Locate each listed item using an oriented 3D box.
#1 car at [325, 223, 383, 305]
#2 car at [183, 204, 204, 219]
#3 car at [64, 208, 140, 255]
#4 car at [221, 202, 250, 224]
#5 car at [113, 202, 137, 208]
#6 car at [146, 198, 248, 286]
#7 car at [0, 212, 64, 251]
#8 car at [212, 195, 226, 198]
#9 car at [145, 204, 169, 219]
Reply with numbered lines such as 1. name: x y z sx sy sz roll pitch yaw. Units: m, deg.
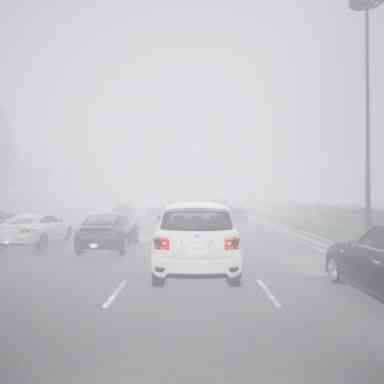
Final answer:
1. car: 4.555 1.414 6.983 2.097 1.767 4.553 0 0 0
2. car: 0.131 1.887 32.979 1.895 1.301 4.718 0 0 0
3. car: -3.388 1.625 13.905 1.837 1.490 4.892 0 0 0
4. car: 3.569 1.724 28.281 1.882 1.535 5.008 0 0 1
5. car: -6.869 1.799 34.175 1.837 1.490 4.892 0 0 0
6. car: 0.108 1.307 9.793 2.150 2.045 5.566 0 0 0
7. car: -6.901 1.652 14.765 1.812 1.442 4.674 0 0 0
8. car: 3.594 1.612 44.820 2.150 2.045 5.566 0 0 1
9. car: -3.370 1.886 32.983 1.895 1.301 4.718 0 0 0
